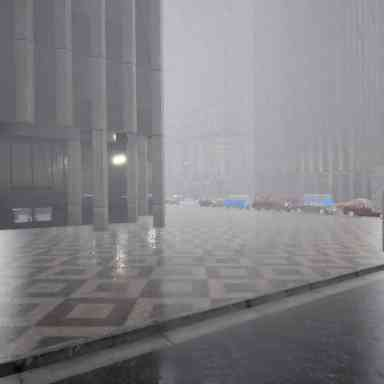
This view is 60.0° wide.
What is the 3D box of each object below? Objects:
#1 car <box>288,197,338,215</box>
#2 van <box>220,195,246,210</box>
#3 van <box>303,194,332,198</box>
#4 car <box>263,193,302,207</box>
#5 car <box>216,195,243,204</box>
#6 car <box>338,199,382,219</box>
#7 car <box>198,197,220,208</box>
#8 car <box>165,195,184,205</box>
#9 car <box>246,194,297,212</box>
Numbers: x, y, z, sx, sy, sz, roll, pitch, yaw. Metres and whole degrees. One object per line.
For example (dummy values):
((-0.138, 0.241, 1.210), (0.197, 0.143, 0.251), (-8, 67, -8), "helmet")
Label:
((12.295, 1.550, 33.384), (2.008, 1.369, 4.403), (-1, 1, -36), "car")
((5.865, 1.295, 42.371), (1.690, 1.788, 3.998), (-1, 1, -36), "van")
((16.025, 1.179, 42.825), (1.690, 1.788, 3.998), (-1, 1, -36), "van")
((12.812, 1.131, 47.320), (2.192, 1.841, 5.009), (-1, 1, -36), "car")
((6.291, 1.297, 56.451), (1.752, 1.417, 4.829), (-1, 1, -36), "car")
((15.509, 1.567, 28.890), (1.887, 1.381, 4.507), (-1, 1, -36), "car")
((2.652, 1.372, 46.865), (1.967, 1.590, 4.097), (-1, 1, -36), "car")
((-3.776, 1.440, 55.855), (2.008, 1.369, 4.403), (-1, 1, -36), "car")
((9.079, 1.291, 37.876), (2.192, 1.841, 5.009), (-1, 1, -36), "car")
